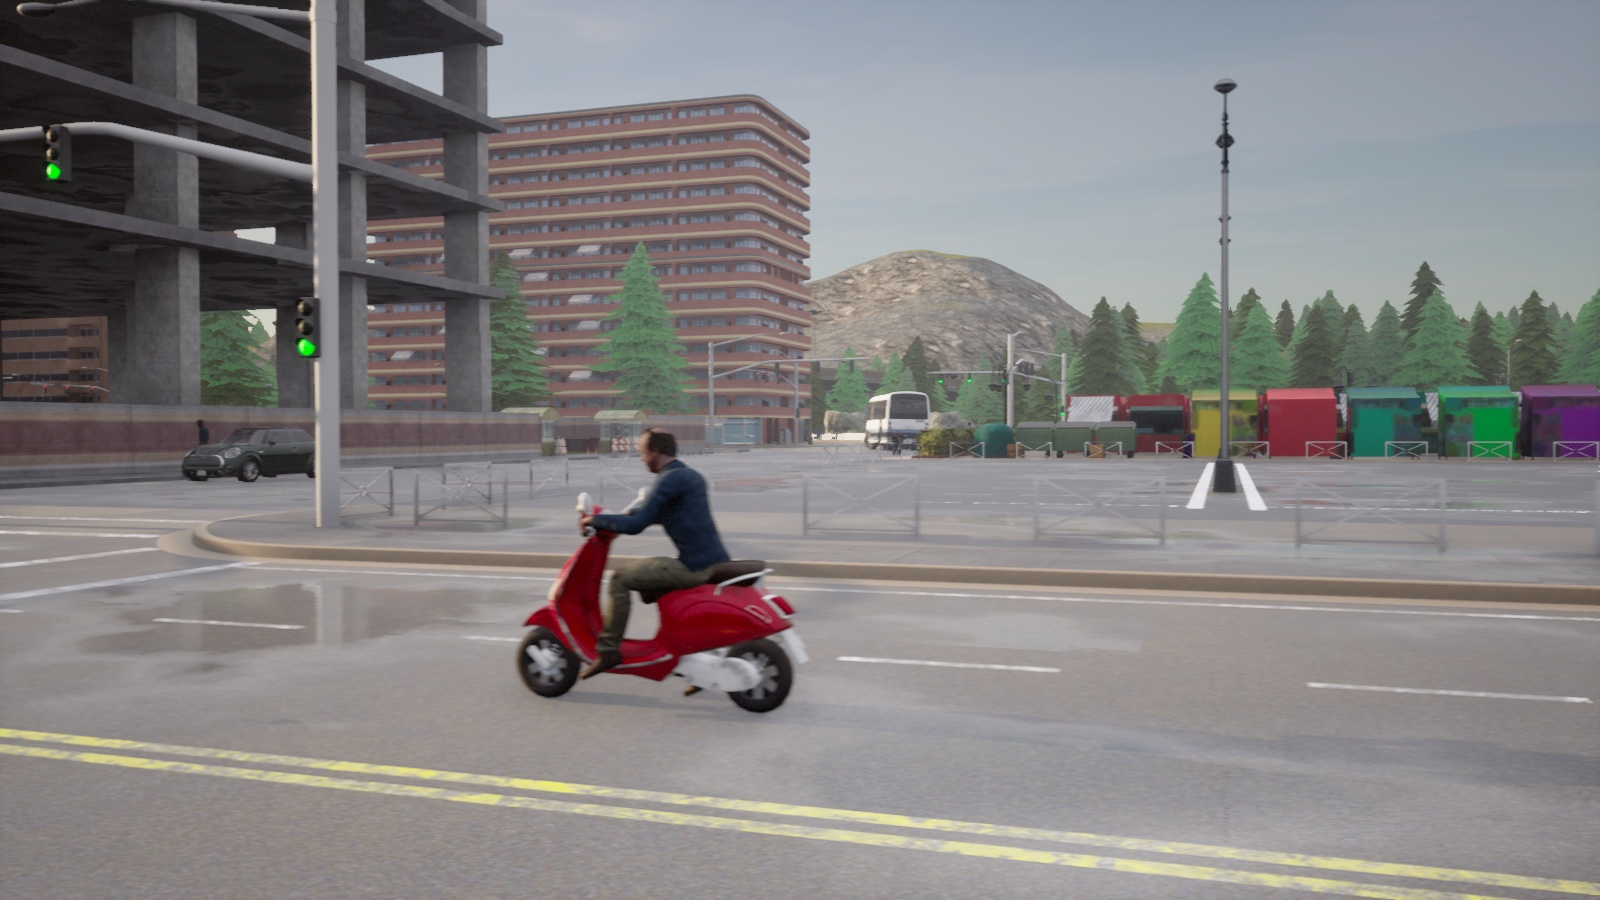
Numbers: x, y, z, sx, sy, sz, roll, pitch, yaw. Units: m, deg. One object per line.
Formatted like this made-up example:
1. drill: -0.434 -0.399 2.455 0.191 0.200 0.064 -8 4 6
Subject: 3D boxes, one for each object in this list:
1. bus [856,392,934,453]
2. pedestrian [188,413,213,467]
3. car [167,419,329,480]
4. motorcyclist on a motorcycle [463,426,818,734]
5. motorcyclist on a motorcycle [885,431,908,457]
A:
1. bus: 7.050 -2.054 94.873 3.944 4.253 10.273 1 1 -6
2. pedestrian: -20.536 -0.341 43.044 0.726 1.835 0.370 0 1 -33
3. car: -17.007 -0.058 38.969 2.097 1.767 4.553 1 1 18
4. motorcyclist on a motorcycle: -0.897 0.662 7.181 1.817 1.590 0.866 1 1 19
5. motorcyclist on a motorcycle: 5.693 -0.358 74.039 0.866 1.530 2.191 1 1 18
